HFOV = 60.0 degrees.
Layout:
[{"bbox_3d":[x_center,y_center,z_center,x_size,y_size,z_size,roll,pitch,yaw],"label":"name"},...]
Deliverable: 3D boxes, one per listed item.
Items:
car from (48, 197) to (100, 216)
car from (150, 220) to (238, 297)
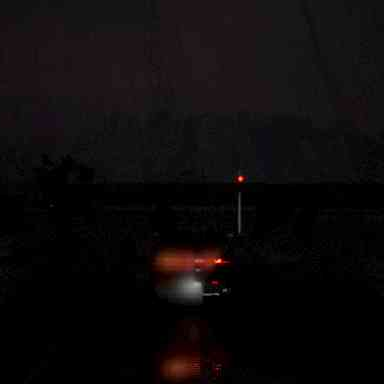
[{"bbox_3d":[-11.182,1.320,31.532,4.553,1.767,2.097,0,0,5],"label":"car"},{"bbox_3d":[0.054,1.496,8.569,1.837,1.490,4.892,0,0,1],"label":"car"}]
